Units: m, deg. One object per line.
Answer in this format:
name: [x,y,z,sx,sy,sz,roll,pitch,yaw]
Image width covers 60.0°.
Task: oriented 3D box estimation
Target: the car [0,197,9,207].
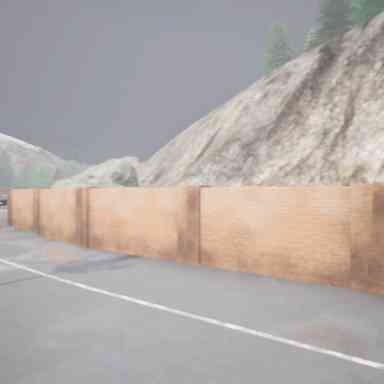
car: [-26.176,1.399,48.051,1.882,1.535,5.008,-1,0,-5]
